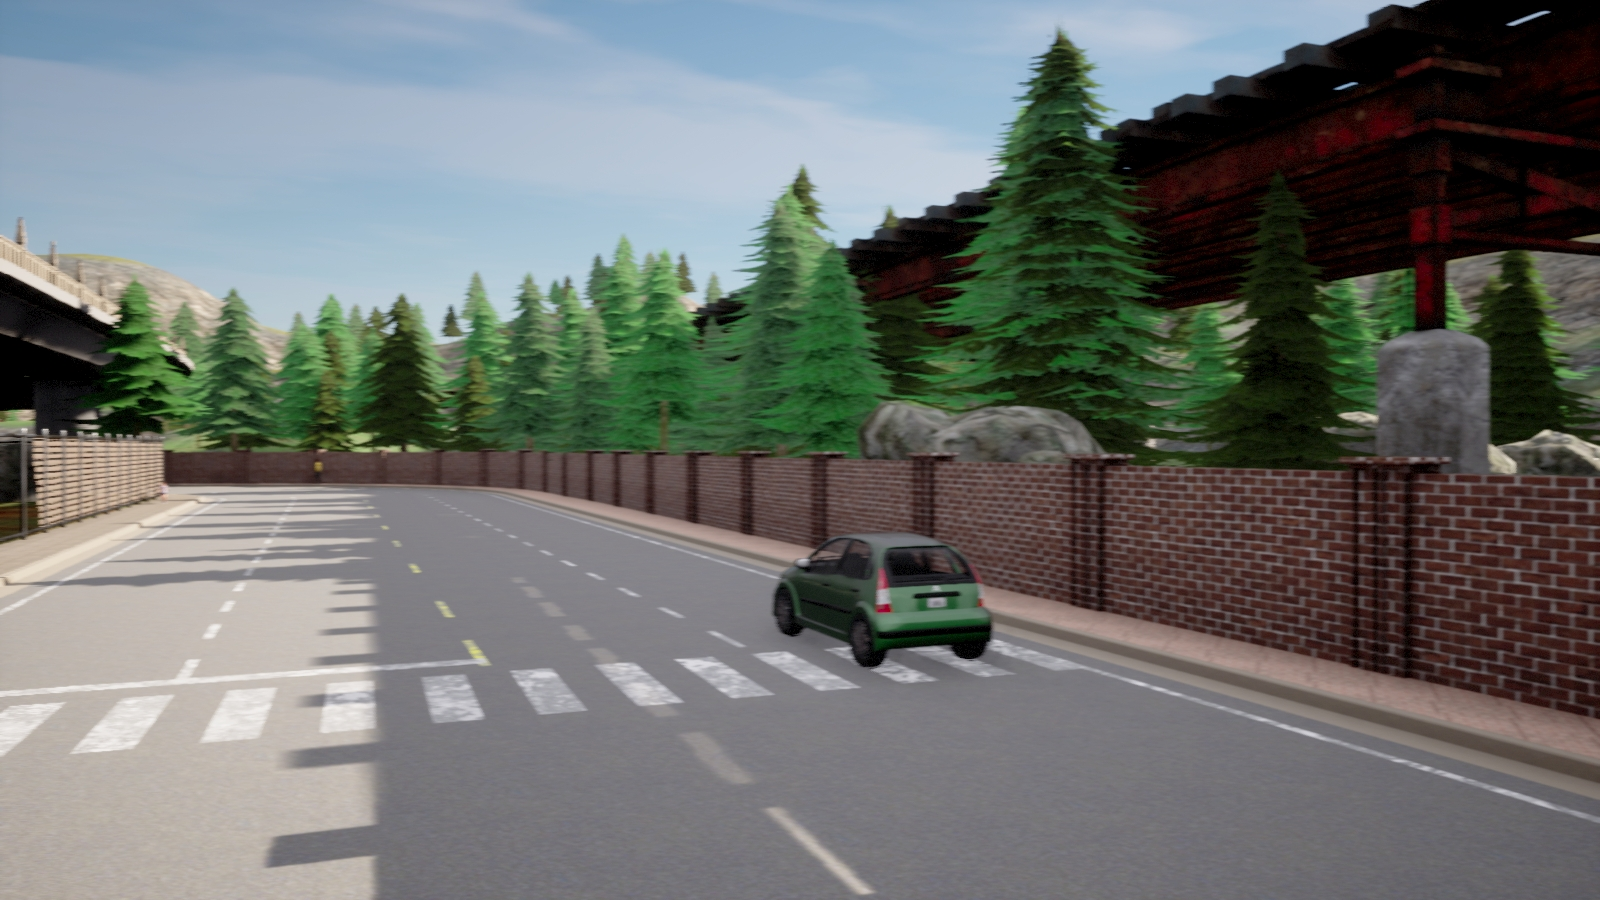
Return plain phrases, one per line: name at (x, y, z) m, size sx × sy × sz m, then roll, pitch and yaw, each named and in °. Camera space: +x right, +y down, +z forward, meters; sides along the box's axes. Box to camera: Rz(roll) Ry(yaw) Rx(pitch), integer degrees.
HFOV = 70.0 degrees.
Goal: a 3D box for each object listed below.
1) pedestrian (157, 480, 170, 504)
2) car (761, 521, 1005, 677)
pedestrian at (-29.928, 1.979, 53.744) m, size 0.500 × 1.100 × 0.500 m, roll 0°, pitch 0°, yaw -23°
car at (1.005, 1.951, 16.105) m, size 1.851 × 1.617 × 3.988 m, roll 0°, pitch 0°, yaw -22°
